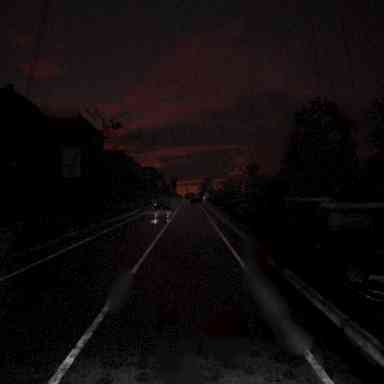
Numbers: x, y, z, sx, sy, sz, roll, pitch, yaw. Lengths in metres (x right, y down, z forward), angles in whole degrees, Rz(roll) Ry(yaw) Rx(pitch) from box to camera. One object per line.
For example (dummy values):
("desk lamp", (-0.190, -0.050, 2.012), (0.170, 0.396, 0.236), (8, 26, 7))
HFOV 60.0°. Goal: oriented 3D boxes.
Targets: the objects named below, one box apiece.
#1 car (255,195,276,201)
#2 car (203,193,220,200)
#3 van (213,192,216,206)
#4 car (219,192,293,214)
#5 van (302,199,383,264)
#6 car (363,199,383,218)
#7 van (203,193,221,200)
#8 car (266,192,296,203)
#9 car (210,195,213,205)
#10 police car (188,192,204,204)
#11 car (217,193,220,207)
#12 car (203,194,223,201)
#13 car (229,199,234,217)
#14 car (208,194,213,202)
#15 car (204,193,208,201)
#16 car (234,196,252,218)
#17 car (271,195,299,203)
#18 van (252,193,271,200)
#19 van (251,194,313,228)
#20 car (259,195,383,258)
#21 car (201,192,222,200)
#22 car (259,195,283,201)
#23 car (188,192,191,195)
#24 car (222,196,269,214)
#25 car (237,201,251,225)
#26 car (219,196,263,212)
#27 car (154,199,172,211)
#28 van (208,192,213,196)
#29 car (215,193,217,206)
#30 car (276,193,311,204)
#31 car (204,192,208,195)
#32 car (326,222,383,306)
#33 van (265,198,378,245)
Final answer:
("car", (18.301, 1.408, 82.594), (4.674, 1.452, 2.002), (0, 0, 0))
("car", (5.163, 1.245, 88.044), (4.553, 1.767, 2.185), (0, 0, 0))
("van", (5.340, 1.199, 43.192), (4.442, 1.987, 1.878), (0, 0, 0))
("car", (5.511, 1.213, 29.177), (5.566, 2.045, 2.435), (0, 0, 0))
("van", (5.773, 1.293, 9.557), (4.442, 1.987, 1.878), (0, 0, 0))
("car", (18.432, 1.461, 29.652), (5.366, 1.575, 1.946), (0, 0, 0))
("van", (5.093, 1.143, 85.239), (4.442, 1.987, 1.878), (0, 0, 0))
("car", (18.357, 1.113, 68.669), (5.566, 2.045, 2.435), (0, 0, 0))
("car", (5.434, 1.417, 45.997), (5.008, 1.535, 2.097), (0, 0, 0))
("police car", (0.703, 1.334, 60.023), (1.930, 1.638, 5.238), (0, 0, 0))
("car", (5.495, 1.205, 31.980), (5.566, 2.045, 2.435), (0, 0, 0))
("car", (5.219, 1.369, 82.435), (4.892, 1.521, 2.231), (0, 0, 0))
("car", (5.554, 1.512, 26.374), (4.674, 1.452, 2.002), (0, 0, 0))
("car", (5.377, 1.431, 51.603), (4.792, 1.488, 2.163), (0, 0, 0))
("car", (5.335, 1.371, 62.813), (5.008, 1.535, 2.097), (0, 0, 0))
("car", (5.604, 1.354, 23.571), (4.553, 1.767, 2.185), (0, 0, 0))
("car", (18.396, 1.368, 65.883), (5.008, 1.535, 2.097), (0, 0, 0))
("van", (18.390, 1.144, 88.167), (4.442, 1.987, 1.878), (0, 0, 0))
("van", (5.723, 1.270, 17.965), (4.442, 1.987, 1.878), (0, 0, 0))
("car", (5.611, 1.260, 12.357), (5.566, 2.045, 2.435), (0, 0, 0))
("car", (5.210, 1.123, 90.845), (5.566, 2.045, 2.435), (0, 0, 0))
("car", (18.330, 1.366, 77.022), (5.008, 1.535, 2.097), (0, 0, 0))
("car", (0.657, 1.248, 69.904), (2.097, 1.767, 4.553), (0, 0, 0))
("car", (5.475, 1.323, 34.783), (4.553, 1.767, 2.185), (0, 0, 0))
("car", (5.583, 1.489, 20.768), (4.892, 1.521, 2.231), (0, 0, 0))
("car", (5.458, 1.315, 37.587), (4.553, 1.767, 2.185), (0, 0, 0))
("car", (-3.527, 1.558, 40.750), (1.895, 1.301, 4.718), (0, 0, 0))
("van", (5.273, 1.167, 54.405), (4.442, 1.987, 1.878), (0, 0, 0))
("car", (5.504, 1.307, 40.390), (4.553, 1.767, 2.185), (0, 0, 0))
("car", (18.406, 1.126, 60.314), (5.566, 2.045, 2.435), (0, 0, 0))
("car", (5.286, 1.364, 71.218), (4.892, 1.521, 2.231), (0, 0, 0))
("car", (5.679, 1.522, 6.749), (4.892, 1.521, 2.231), (0, 0, 0))
("van", (5.739, 1.278, 15.161), (4.442, 1.987, 1.878), (0, 0, 0))
